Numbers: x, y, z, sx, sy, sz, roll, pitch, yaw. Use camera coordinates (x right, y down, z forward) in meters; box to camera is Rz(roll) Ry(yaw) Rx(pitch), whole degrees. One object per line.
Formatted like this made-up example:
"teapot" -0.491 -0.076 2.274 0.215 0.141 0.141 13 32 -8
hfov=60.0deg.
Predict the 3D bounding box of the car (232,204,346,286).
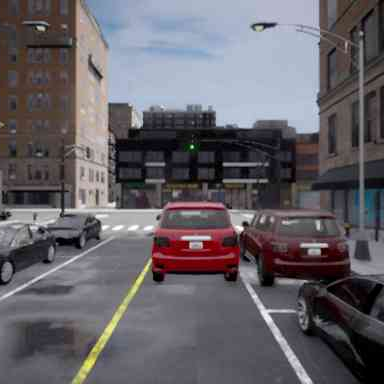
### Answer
"car" 2.641 1.390 9.558 2.192 1.841 5.009 0 0 0

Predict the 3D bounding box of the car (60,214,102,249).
"car" -5.382 1.685 15.222 1.947 1.339 4.313 0 0 0

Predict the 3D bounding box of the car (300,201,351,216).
"car" 15.054 1.856 37.554 5.008 1.535 1.882 0 0 0

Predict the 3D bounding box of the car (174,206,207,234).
"car" -0.205 1.692 21.214 1.812 1.442 4.674 0 0 -4

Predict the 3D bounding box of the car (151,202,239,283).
"car" 0.055 1.301 10.091 2.150 2.045 5.566 0 -1 -1

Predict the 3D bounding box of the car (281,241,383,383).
"car" 2.638 1.597 3.895 1.947 1.339 4.313 0 0 0

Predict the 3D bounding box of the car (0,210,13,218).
"car" -17.503 1.738 27.467 4.718 1.301 1.895 0 0 0

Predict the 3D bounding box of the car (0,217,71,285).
"car" -5.384 1.626 9.560 2.008 1.369 4.403 0 0 0
